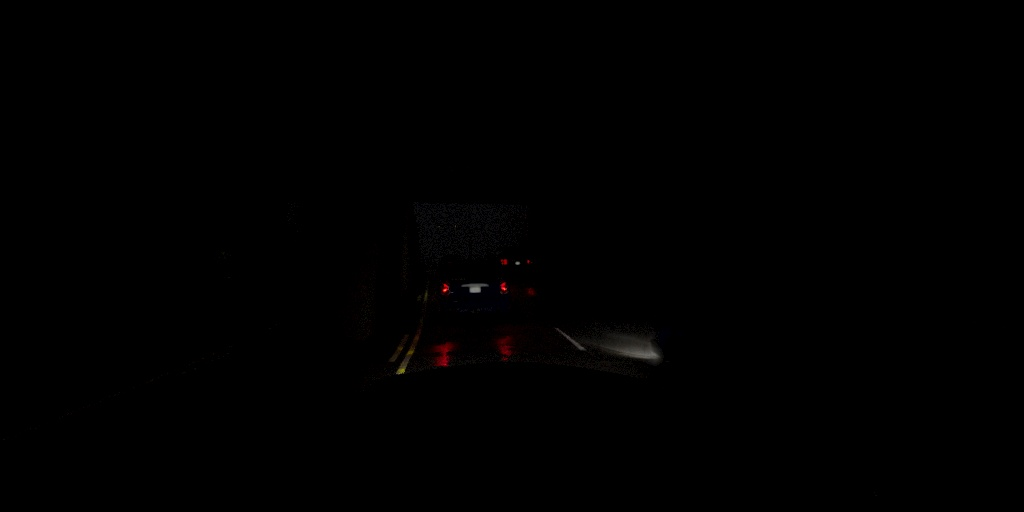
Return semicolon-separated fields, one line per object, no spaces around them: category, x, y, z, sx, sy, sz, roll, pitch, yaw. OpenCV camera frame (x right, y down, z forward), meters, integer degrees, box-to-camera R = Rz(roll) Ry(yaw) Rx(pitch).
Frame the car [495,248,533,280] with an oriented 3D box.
car;-0.221;0.475;24.029;2.150;2.045;5.566;0;1;-12

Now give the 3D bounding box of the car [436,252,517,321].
car;-1.339;0.884;11.698;2.097;1.767;4.553;0;1;-10

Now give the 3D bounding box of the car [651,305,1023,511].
car;3.410;1.241;3.686;2.033;1.411;5.357;0;1;-3
